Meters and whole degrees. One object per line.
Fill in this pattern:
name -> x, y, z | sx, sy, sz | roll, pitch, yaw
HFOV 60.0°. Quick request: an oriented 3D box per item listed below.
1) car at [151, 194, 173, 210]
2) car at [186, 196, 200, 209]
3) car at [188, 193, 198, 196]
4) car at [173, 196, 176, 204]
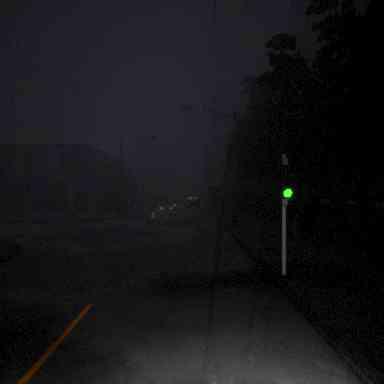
car -> -4.080, 1.226, 43.893 | 2.150, 2.045, 5.566 | 0, 0, 0
car -> 0.132, 1.605, 44.491 | 1.895, 1.301, 4.718 | 0, 0, 0
car -> 0.124, 1.228, 62.010 | 2.150, 2.045, 5.566 | 0, 0, 0
car -> -4.066, 1.510, 53.811 | 1.837, 1.490, 4.892 | 0, 0, 0
